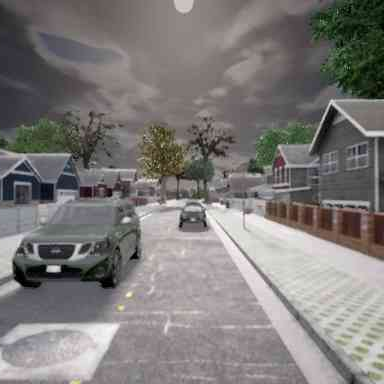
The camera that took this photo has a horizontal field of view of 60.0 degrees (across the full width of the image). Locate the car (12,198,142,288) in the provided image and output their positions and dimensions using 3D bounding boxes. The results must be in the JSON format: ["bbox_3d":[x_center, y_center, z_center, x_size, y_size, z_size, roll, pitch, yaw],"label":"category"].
[{"bbox_3d":[-2.825,1.230,9.594,2.150,2.045,5.566,0,0,0],"label":"car"}]

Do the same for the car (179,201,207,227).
[{"bbox_3d":[0.083,1.567,23.218,1.812,1.442,4.674,0,0,0],"label":"car"}]

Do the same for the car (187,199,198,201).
[{"bbox_3d":[0.105,1.656,42.612,1.837,1.490,4.892,0,0,0],"label":"car"}]
